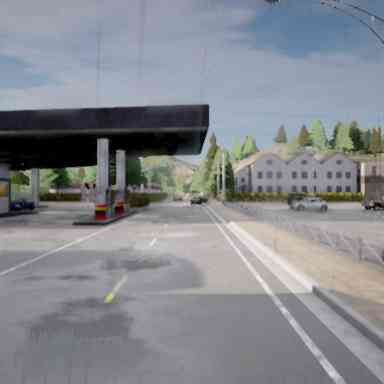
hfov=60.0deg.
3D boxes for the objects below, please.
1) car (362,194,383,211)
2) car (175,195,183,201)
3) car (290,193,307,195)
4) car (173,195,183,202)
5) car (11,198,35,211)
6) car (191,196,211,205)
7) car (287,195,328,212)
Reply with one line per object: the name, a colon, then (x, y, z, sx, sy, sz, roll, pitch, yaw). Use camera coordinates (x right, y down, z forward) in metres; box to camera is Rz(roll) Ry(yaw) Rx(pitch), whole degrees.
car: (21.161, 1.120, 36.315, 4.605, 1.855, 1.932, 0, 0, -1)
car: (-3.505, 1.535, 90.343, 1.882, 1.535, 5.008, 0, 0, 0)
car: (13.274, 1.101, 39.555, 3.866, 1.878, 1.905, 0, 0, -1)
car: (-3.504, 1.406, 79.956, 2.097, 1.767, 4.553, 0, 0, 0)
car: (-20.730, 1.506, 39.898, 2.242, 1.667, 4.611, 0, 0, -1)
car: (1.483, 1.375, 56.221, 2.128, 1.511, 4.902, -1, 0, 26)
car: (12.682, 1.383, 36.226, 3.806, 1.475, 1.970, 0, 0, -1)
